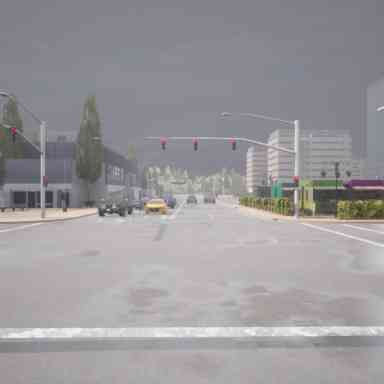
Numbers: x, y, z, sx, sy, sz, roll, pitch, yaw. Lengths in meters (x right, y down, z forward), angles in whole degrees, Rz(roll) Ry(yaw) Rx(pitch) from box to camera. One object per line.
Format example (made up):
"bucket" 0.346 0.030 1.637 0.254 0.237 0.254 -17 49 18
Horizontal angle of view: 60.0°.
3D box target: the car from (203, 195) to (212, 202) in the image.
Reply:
"car" 3.483 1.397 74.009 1.812 1.442 4.674 0 0 0

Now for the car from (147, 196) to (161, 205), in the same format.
"car" -7.069 1.547 62.194 2.033 1.411 5.357 0 0 0

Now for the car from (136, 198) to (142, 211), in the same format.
"car" -7.102 1.564 41.432 1.994 1.385 4.181 0 0 0

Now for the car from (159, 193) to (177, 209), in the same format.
"car" -3.598 1.223 45.960 2.150 2.045 5.566 0 0 0

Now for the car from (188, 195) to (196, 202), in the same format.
"car" -0.017 1.372 74.007 1.837 1.490 4.892 0 0 0

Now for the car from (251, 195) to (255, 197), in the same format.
"car" 17.749 1.153 86.905 4.605 1.855 1.932 0 0 -2

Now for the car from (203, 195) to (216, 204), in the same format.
"car" 3.486 1.491 63.734 2.128 1.511 4.902 0 0 0

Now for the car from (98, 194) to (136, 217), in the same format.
"car" -7.159 1.223 31.586 2.150 2.045 5.566 0 0 2

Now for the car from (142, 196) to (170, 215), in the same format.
"car" -3.602 1.477 34.118 1.882 1.535 5.008 0 0 0

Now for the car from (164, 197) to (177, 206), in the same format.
"car" -3.597 1.564 56.027 1.994 1.385 4.181 0 0 0

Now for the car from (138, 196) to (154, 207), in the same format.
"car" -7.101 1.477 52.042 1.882 1.535 5.008 0 0 0

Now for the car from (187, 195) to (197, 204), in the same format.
"car" -0.014 1.491 63.733 2.128 1.511 4.902 0 0 0
